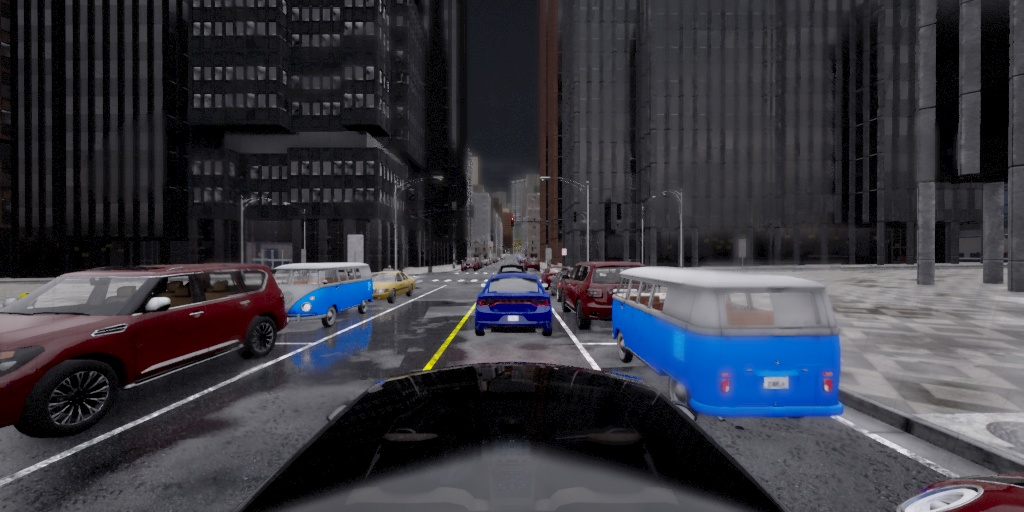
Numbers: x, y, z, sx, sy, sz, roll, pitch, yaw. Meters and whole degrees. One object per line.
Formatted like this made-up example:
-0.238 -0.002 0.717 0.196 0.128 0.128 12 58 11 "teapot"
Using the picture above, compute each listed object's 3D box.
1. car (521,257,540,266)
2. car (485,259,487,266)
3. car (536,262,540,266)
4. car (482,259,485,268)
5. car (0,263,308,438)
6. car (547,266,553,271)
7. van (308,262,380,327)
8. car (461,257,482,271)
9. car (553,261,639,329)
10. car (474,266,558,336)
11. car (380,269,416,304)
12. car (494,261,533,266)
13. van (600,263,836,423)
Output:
2.770 1.084 49.214 2.192 1.841 5.009 0 0 0 "car"
-5.753 1.348 60.511 1.948 1.339 4.313 0 0 0 "car"
2.766 1.297 22.174 1.888 1.381 4.507 0 0 0 "car"
-5.754 1.090 54.869 2.192 1.841 5.009 0 0 0 "car"
-5.765 1.064 5.612 2.192 1.841 5.009 0 0 0 "car"
2.766 1.301 16.649 2.007 1.370 4.403 0 0 0 "car"
-5.763 1.091 11.137 1.690 1.789 3.998 0 0 0 "van"
-5.755 1.084 49.225 2.192 1.841 5.009 0 0 0 "car"
2.767 1.065 11.123 2.192 1.841 5.009 0 0 0 "car"
0.059 1.228 10.412 1.882 1.535 5.008 0 0 1 "car"
-5.761 1.276 16.491 1.751 1.417 4.829 0 0 0 "car"
0.003 1.257 20.783 1.837 1.490 4.892 0 0 0 "car"
2.767 1.091 5.598 1.690 1.789 3.998 0 0 0 "van"
